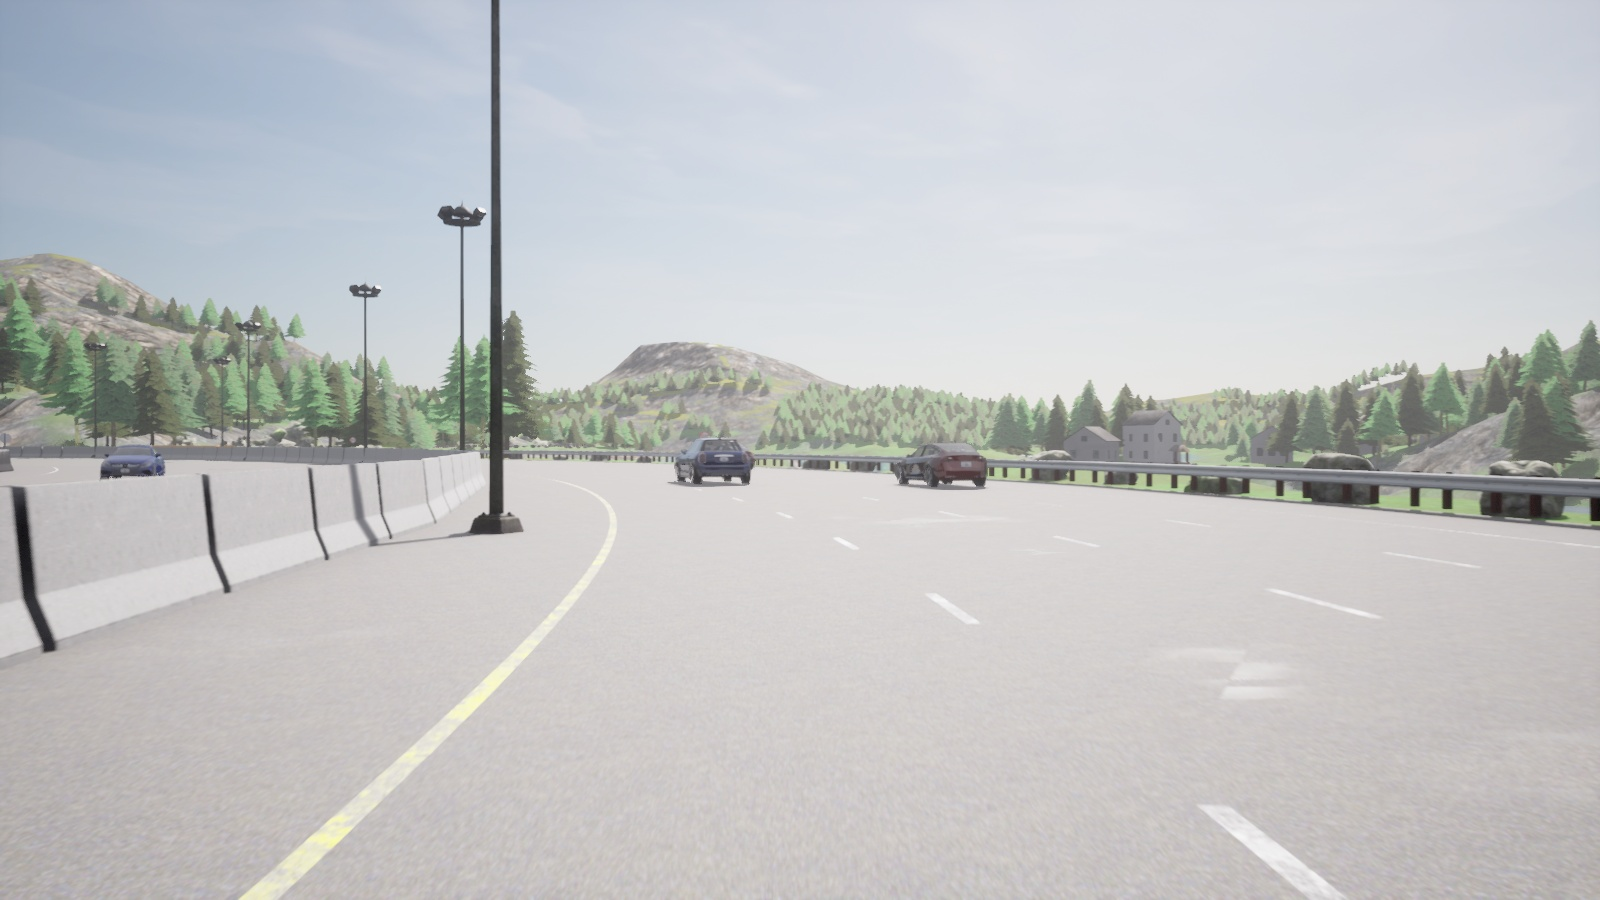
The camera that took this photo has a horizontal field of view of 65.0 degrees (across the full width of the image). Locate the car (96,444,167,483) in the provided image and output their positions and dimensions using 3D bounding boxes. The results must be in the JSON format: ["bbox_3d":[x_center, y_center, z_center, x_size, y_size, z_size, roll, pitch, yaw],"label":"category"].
[{"bbox_3d":[-26.120,0.476,49.199,1.812,1.442,4.674,0,0,-20],"label":"car"}]

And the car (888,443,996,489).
[{"bbox_3d":[4.852,0.504,43.683,2.163,1.488,4.792,0,0,-14],"label":"car"}]

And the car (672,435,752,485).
[{"bbox_3d":[-3.360,0.337,47.075,2.097,1.767,4.553,0,0,-16],"label":"car"}]
